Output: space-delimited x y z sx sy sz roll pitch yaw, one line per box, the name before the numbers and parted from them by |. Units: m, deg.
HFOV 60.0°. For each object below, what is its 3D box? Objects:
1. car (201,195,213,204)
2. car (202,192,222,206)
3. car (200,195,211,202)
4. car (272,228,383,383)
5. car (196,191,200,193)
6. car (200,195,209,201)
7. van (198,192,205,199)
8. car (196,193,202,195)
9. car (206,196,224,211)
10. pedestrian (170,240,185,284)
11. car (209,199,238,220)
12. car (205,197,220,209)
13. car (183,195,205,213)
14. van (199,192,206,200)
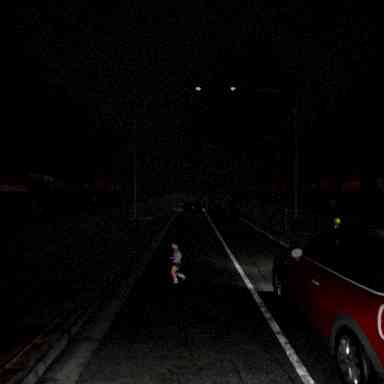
car | 2.640 1.304 60.093 2.008 1.369 4.403 0 0 0
car | 2.637 1.184 37.907 2.192 1.841 5.009 0 0 0
car | 2.640 1.269 65.638 2.008 1.369 4.403 0 0 0
car | 2.749 1.344 5.279 2.097 1.767 4.553 0 0 0
car | 2.641 0.963 76.729 2.192 1.841 5.009 0 0 0
car | 2.640 1.249 71.185 1.947 1.339 4.313 0 0 0
van | 2.641 0.884 93.365 1.690 1.788 3.998 0 0 0
car | 0.077 1.298 48.016 1.882 1.535 5.008 0 0 0
car | 2.637 1.420 32.532 1.752 1.417 4.829 0 0 0
pedestrian | -0.319 1.661 8.085 0.500 1.100 0.500 0 0 0
car | 2.637 1.488 26.816 1.947 1.339 4.313 0 0 0
car | 2.638 1.367 43.623 1.752 1.417 4.829 0 0 0
car | 0.087 1.360 35.102 1.882 1.535 5.008 0 0 0
van | 2.641 0.954 82.274 1.690 1.788 3.998 0 0 0
